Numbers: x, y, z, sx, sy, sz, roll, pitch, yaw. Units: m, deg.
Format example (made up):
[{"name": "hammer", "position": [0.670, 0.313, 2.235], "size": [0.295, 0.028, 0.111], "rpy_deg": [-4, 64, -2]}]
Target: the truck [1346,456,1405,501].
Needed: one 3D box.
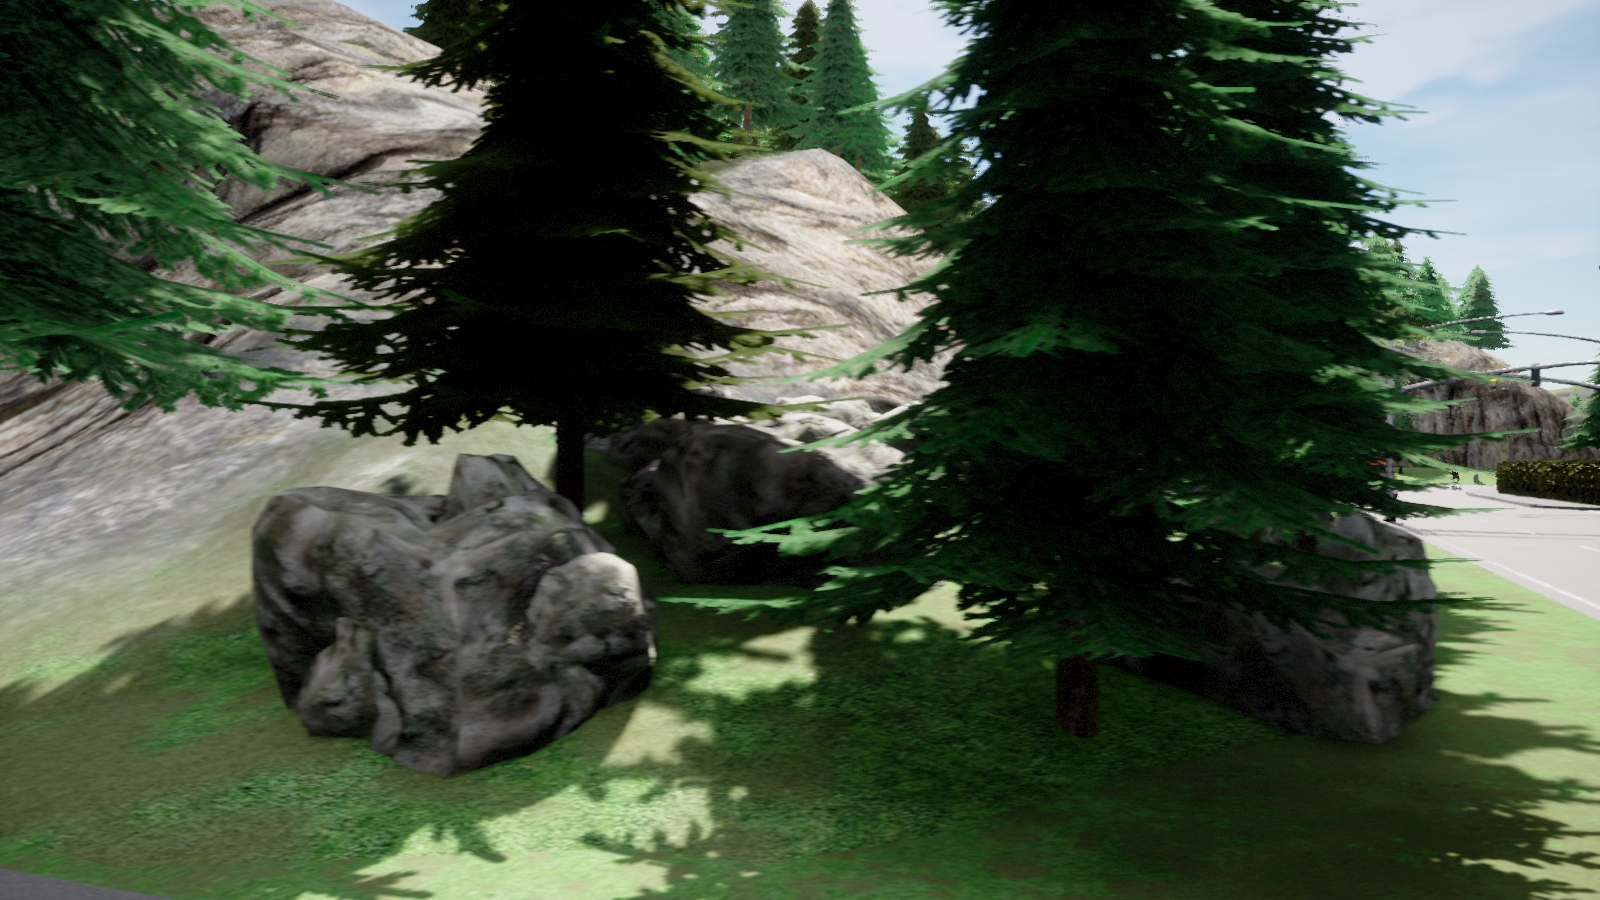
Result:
[{"name": "truck", "position": [33.482, 1.592, 66.632], "size": [2.627, 2.467, 5.204], "rpy_deg": [0, 0, 22]}]

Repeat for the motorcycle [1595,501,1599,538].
[{"name": "motorcycle", "position": [25.523, 2.223, 35.560], "size": [0.803, 1.145, 2.033], "rpy_deg": [0, 0, 20]}]
